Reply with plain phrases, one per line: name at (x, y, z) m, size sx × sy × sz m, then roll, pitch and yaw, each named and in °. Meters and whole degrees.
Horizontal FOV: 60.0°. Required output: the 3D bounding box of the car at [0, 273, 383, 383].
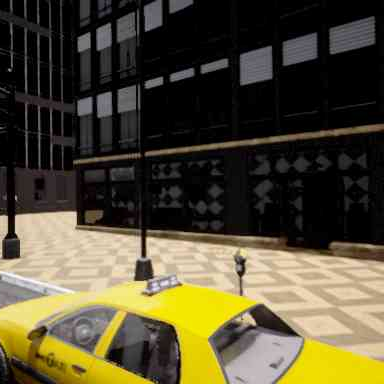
car at (-0.517, 1.529, 3.427) m, size 4.829 × 1.417 × 1.752 m, roll 0°, pitch -1°, yaw 36°
